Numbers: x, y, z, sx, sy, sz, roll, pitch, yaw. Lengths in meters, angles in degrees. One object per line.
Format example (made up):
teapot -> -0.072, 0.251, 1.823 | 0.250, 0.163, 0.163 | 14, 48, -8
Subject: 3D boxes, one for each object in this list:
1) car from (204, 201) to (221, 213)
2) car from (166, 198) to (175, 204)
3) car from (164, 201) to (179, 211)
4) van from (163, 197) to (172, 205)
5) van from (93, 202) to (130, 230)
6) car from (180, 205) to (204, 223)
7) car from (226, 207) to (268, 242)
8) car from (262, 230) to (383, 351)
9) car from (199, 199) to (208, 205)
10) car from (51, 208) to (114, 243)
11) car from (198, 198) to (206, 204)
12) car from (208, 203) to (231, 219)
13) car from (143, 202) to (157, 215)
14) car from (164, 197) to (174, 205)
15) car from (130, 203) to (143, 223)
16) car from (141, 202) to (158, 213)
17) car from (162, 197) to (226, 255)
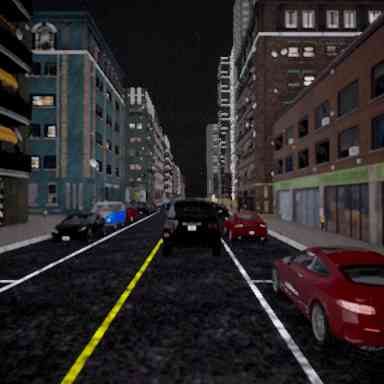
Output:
car -> 2.689, 1.995, 44.810 | 1.947, 1.339, 4.313 | 0, -1, 0
car -> -5.701, 2.413, 88.269 | 1.887, 1.381, 4.507 | 0, -1, 0
car -> -3.015, 2.039, 49.398 | 1.994, 1.385, 4.181 | 0, -1, 0
van -> -5.697, 2.096, 77.216 | 1.690, 1.788, 3.998 | 0, -1, 0
van -> -5.686, 1.557, 22.730 | 1.690, 1.788, 3.998 | 0, -1, 0
car -> -0.003, 1.877, 29.112 | 1.895, 1.301, 4.718 | 0, -1, 0
car -> 2.695, 1.708, 17.194 | 1.887, 1.381, 4.507 | 0, -1, 0
car -> 2.697, 1.640, 6.147 | 1.802, 1.307, 4.206 | 0, -1, 0
car -> 2.682, 2.337, 77.214 | 1.802, 1.307, 4.206 | 0, -1, 0
car -> -5.686, 1.729, 17.204 | 1.947, 1.339, 4.313 | 0, -1, 0
car -> 2.681, 2.309, 88.271 | 1.967, 1.590, 4.097 | 0, -1, 0
car -> 2.691, 1.887, 33.764 | 1.947, 1.339, 4.313 | 0, -1, 0
car -> -5.691, 1.941, 39.297 | 1.947, 1.339, 4.313 | 0, -1, 0
car -> -5.698, 2.127, 82.743 | 2.192, 1.841, 5.009 | 0, -1, 0
car -> -5.688, 1.813, 28.251 | 1.887, 1.381, 4.507 | 0, -1, 0
car -> -5.692, 2.011, 44.820 | 1.802, 1.307, 4.206 | 0, -1, 0
car -> -0.001, 1.349, 14.024 | 2.150, 2.045, 5.566 | 0, 0, 0
